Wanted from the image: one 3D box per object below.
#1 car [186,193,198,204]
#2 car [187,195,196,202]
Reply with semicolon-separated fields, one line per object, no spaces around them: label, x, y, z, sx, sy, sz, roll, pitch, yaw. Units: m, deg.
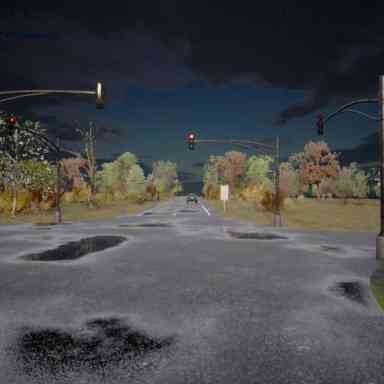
car;-0.002;1.291;67.629;2.150;2.045;5.566;0;0;0
car;-0.003;1.464;78.020;2.033;1.411;5.357;0;0;0
